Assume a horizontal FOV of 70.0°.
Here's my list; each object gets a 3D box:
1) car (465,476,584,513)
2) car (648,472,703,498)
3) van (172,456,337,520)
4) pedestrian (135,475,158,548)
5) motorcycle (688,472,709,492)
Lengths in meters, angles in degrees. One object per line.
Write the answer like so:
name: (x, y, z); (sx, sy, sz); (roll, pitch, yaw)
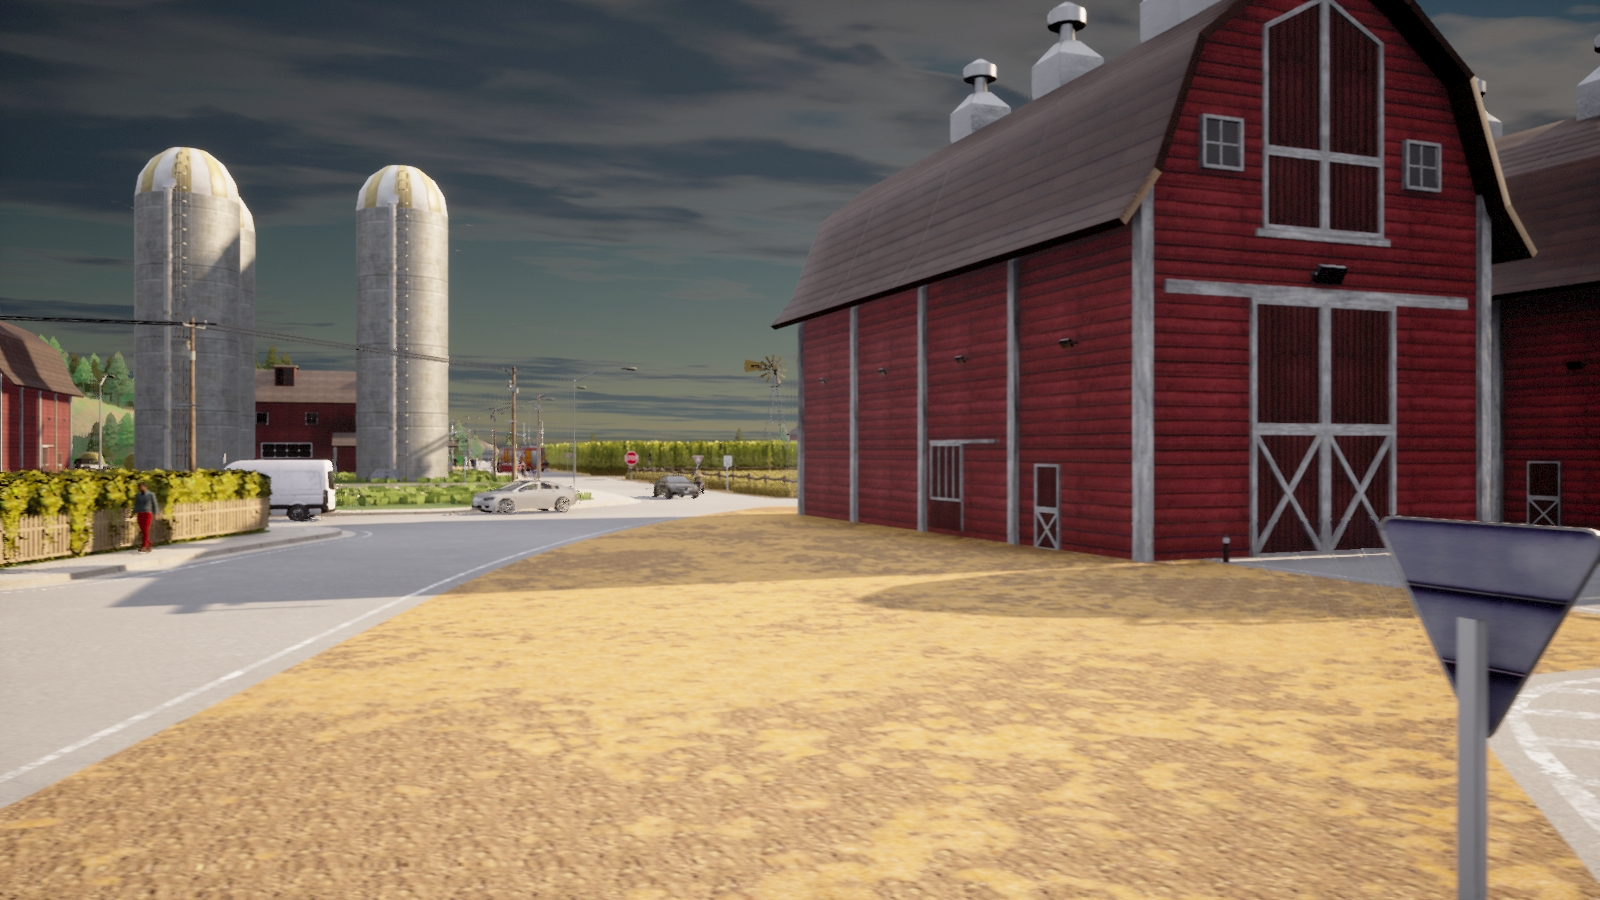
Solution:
car: (-12.572, 2.002, 52.349); (4.902, 1.511, 2.128); (0, 0, -42)
car: (-7.682, 2.107, 70.041); (2.002, 1.442, 4.674); (0, 0, -24)
van: (-22.538, 1.555, 47.467); (5.915, 2.561, 1.988); (0, 0, -14)
pedestrian: (-16.775, 1.566, 29.335); (0.375, 1.860, 0.375); (0, 0, 4)
motorcycle: (-6.890, 2.183, 77.391); (0.764, 1.307, 2.356); (0, 0, -21)
